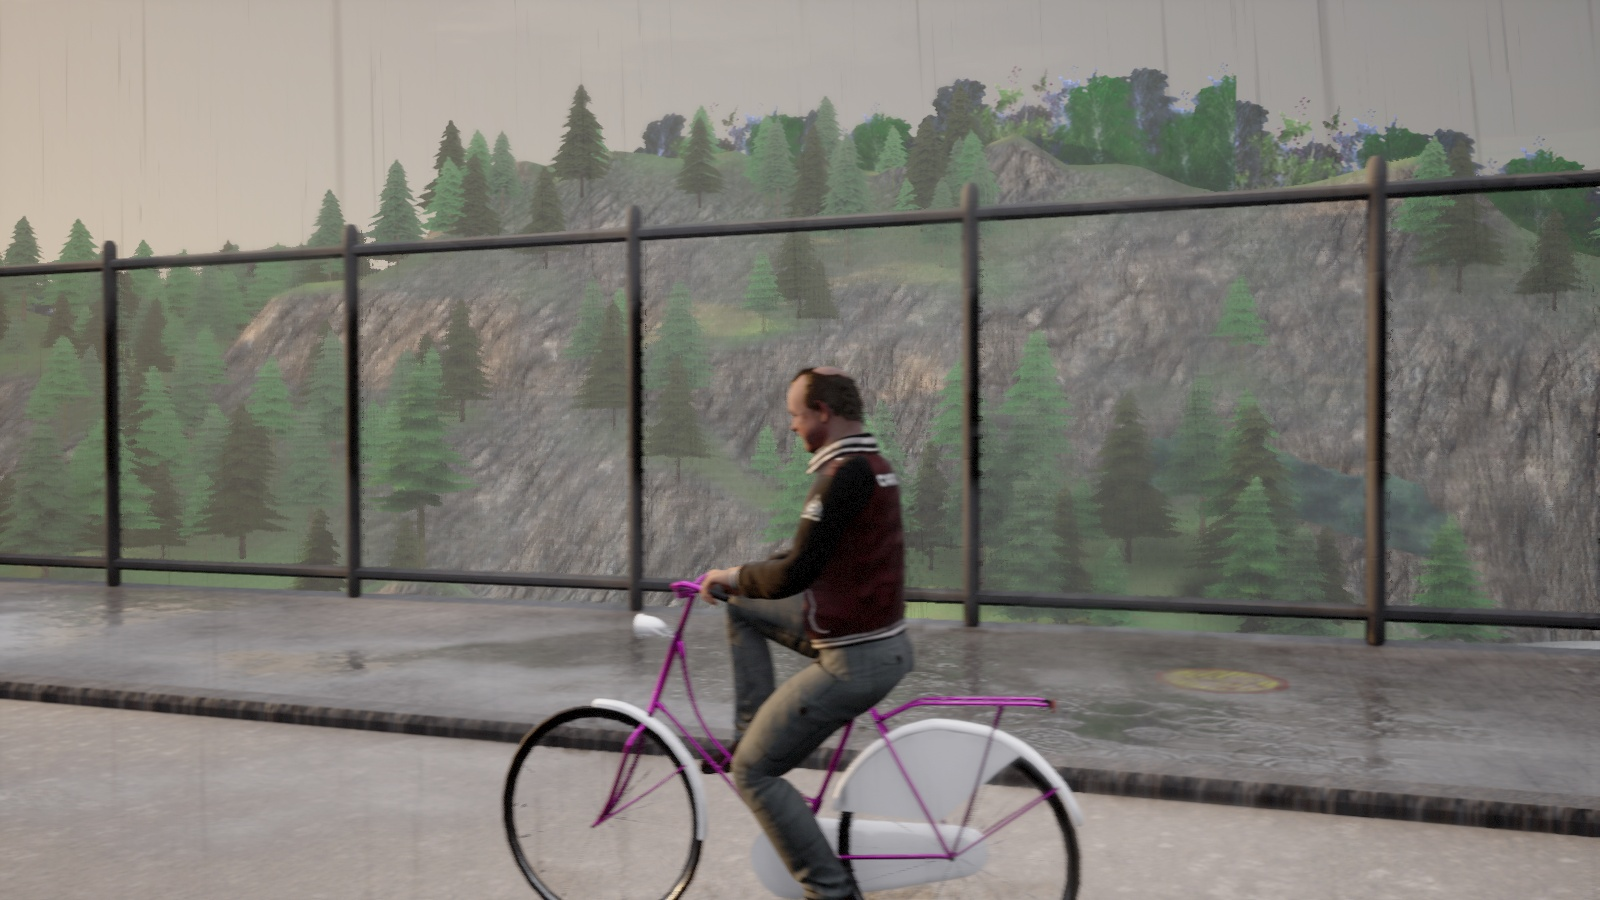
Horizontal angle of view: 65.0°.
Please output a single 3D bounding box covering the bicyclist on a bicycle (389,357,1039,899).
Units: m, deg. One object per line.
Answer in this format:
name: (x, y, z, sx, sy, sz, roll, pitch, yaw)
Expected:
bicyclist on a bicycle: (-0.261, 0.635, 3.806, 1.843, 1.776, 0.659, 1, 1, 19)
